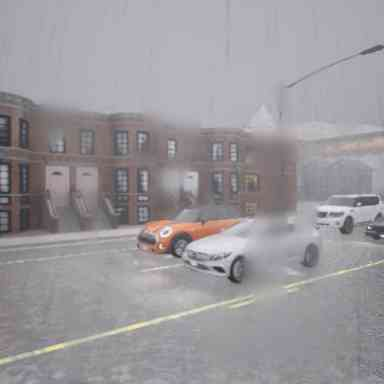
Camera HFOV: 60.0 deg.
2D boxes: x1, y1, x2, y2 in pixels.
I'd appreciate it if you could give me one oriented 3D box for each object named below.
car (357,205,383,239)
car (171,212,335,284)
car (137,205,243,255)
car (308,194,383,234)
[{"bbox_3d":[10.308,1.465,15.620,5.357,1.411,2.033,0,0,-35],"label":"car"},{"bbox_3d":[1.932,1.492,9.655,4.674,1.442,1.812,0,0,-36],"label":"car"},{"bbox_3d":[0.205,1.317,12.729,4.553,1.767,2.097,0,0,-36],"label":"car"},{"bbox_3d":[8.815,1.136,18.862,5.566,2.045,2.150,0,0,-36],"label":"car"}]
